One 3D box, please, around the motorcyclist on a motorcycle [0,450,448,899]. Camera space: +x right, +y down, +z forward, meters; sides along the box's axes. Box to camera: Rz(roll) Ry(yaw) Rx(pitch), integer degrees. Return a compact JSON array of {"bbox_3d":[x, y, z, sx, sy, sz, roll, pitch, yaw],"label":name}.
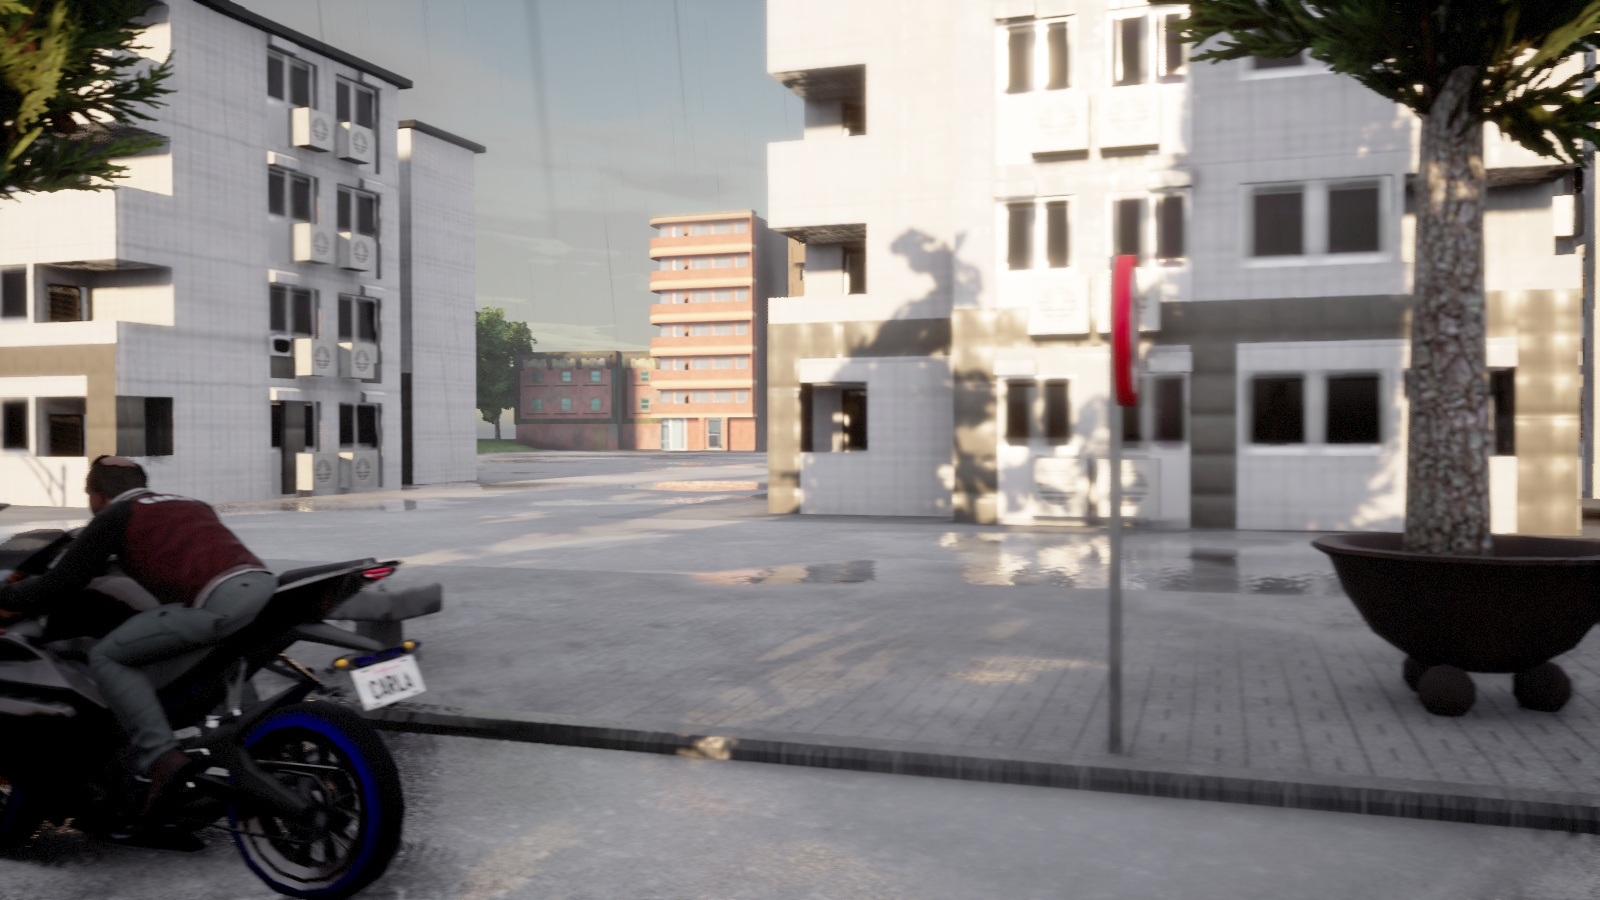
[{"bbox_3d":[-2.469,0.779,4.548,2.191,1.530,0.866,1,1,19],"label":"motorcyclist on a motorcycle"}]
